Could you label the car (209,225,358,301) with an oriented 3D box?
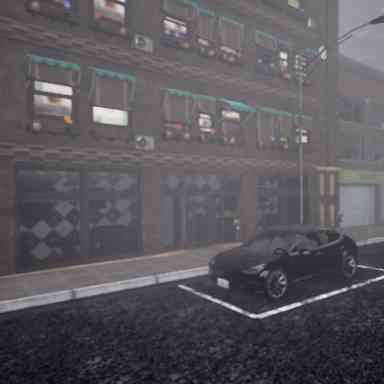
[{"bbox_3d":[2.429,1.544,8.301,4.313,1.339,1.947,0,0,-35],"label":"car"}]
